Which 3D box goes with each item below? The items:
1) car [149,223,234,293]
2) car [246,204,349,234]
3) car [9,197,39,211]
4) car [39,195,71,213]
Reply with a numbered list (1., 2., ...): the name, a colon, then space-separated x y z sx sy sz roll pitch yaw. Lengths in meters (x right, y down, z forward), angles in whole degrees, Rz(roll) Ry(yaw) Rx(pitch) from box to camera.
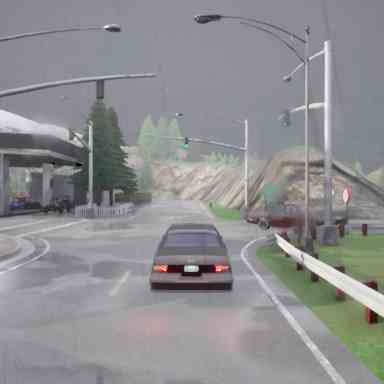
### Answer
1. car: 0.004 1.545 8.998 2.033 1.411 5.357 0 0 0
2. car: 5.524 1.367 18.130 2.033 1.411 5.357 -1 0 -44
3. car: -20.273 1.467 40.490 2.242 1.667 4.611 0 0 -1
4. car: -14.562 1.302 36.218 1.905 1.878 3.866 0 0 -1
